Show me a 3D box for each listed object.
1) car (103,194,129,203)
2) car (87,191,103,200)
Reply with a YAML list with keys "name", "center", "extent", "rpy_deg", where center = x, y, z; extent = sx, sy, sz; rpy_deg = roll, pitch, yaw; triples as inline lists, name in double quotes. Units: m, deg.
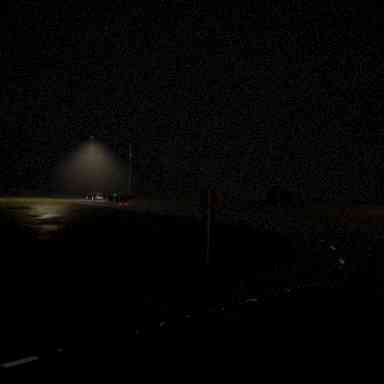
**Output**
- name: "car"
  center: [-11.608, 0.957, 51.452]
  extent: [1.895, 1.301, 4.718]
  rpy_deg: [2, 0, -35]
- name: "car"
  center: [-17.362, 0.667, 59.592]
  extent: [1.837, 1.490, 4.892]
  rpy_deg: [2, 0, -35]
